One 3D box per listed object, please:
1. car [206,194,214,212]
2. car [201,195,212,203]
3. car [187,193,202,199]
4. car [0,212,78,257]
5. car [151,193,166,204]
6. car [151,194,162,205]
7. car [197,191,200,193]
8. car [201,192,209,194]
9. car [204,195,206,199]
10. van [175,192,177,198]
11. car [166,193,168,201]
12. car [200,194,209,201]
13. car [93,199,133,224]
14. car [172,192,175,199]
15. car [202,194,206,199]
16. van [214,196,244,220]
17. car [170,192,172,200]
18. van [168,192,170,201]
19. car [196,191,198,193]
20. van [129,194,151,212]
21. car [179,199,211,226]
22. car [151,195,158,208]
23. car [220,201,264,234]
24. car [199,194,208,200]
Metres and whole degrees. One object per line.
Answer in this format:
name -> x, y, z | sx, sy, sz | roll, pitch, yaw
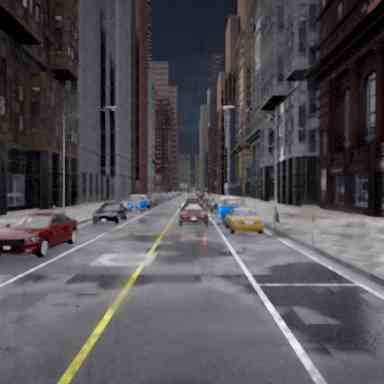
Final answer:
car -> 2.775, 1.268, 35.152 | 1.967, 1.590, 4.097 | 0, 0, 0
car -> 2.787, 1.260, 63.333 | 1.947, 1.339, 4.313 | 0, 0, 0
car -> 0.119, 1.281, 45.938 | 1.837, 1.490, 4.892 | 0, 0, 0
car -> -5.759, 1.481, 12.597 | 1.887, 1.381, 4.507 | 0, 0, 0
car -> -5.743, 1.063, 52.052 | 2.192, 1.841, 5.009 | 0, 0, 0
car -> -5.745, 1.340, 46.417 | 1.947, 1.339, 4.313 | 0, 0, 0
car -> 2.789, 0.983, 68.969 | 2.192, 1.841, 5.009 | 0, 0, 0
car -> 2.785, 1.161, 57.696 | 1.967, 1.590, 4.097 | 0, 0, 0
car -> 2.778, 1.325, 40.958 | 1.752, 1.417, 4.829 | 0, 0, 0
van -> -5.727, 0.904, 91.510 | 1.690, 1.788, 3.998 | 0, 0, 0
car -> -5.740, 1.266, 57.691 | 1.887, 1.381, 4.507 | 0, 0, 0
car -> 2.792, 1.186, 74.606 | 1.887, 1.381, 4.507 | 0, 0, 0
car -> -5.754, 1.447, 23.871 | 1.947, 1.339, 4.313 | 0, 0, 0
car -> -5.731, 1.055, 80.237 | 1.967, 1.590, 4.097 | 0, 0, 0
car -> 2.780, 1.325, 46.425 | 2.008, 1.369, 4.403 | 0, 0, 0
van -> 2.770, 1.222, 23.878 | 1.690, 1.788, 3.998 | 0, 0, 0
car -> -5.736, 1.108, 68.964 | 1.967, 1.590, 4.097 | 0, 0, 0
van -> -5.738, 1.036, 63.327 | 1.690, 1.788, 3.998 | 0, 0, 0
car -> 2.799, 1.003, 91.513 | 1.967, 1.590, 4.097 | 0, 0, 0
van -> -5.750, 1.169, 35.143 | 1.690, 1.788, 3.998 | 0, 0, 0
car -> 0.110, 1.414, 22.337 | 1.812, 1.442, 4.674 | 0, 0, 0
car -> -5.747, 1.367, 40.781 | 1.947, 1.339, 4.313 | 0, 0, 0
car -> 2.768, 1.433, 18.413 | 1.752, 1.417, 4.829 | 0, 0, 0
car -> 2.795, 1.181, 80.242 | 1.947, 1.339, 4.313 | 0, 0, 0
